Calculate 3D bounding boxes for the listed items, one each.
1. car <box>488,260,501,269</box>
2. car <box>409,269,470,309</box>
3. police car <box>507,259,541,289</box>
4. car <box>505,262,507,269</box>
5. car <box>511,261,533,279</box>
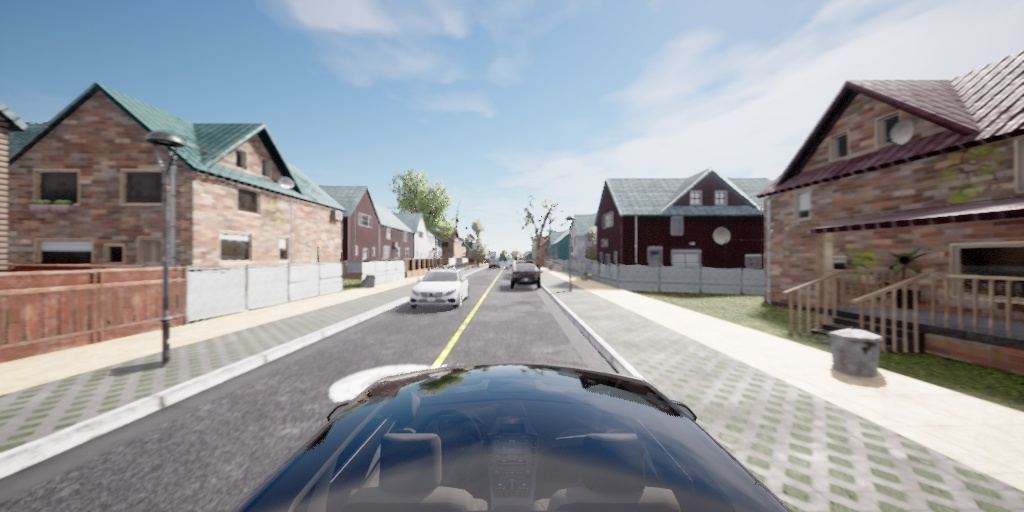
[{"bbox_3d":[-2.791,1.331,58.048,1.837,1.490,4.892,0,0,1],"label":"car"},{"bbox_3d":[-2.850,1.271,14.970,1.812,1.442,4.674,0,0,0],"label":"car"},{"bbox_3d":[0.825,1.169,23.448,1.930,1.638,5.238,0,0,0],"label":"police car"},{"bbox_3d":[0.001,1.349,57.204,1.812,1.442,4.674,0,0,0],"label":"car"},{"bbox_3d":[0.825,1.228,33.339,1.882,1.535,5.008,0,0,0],"label":"car"}]
